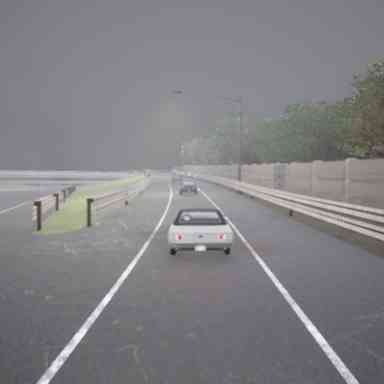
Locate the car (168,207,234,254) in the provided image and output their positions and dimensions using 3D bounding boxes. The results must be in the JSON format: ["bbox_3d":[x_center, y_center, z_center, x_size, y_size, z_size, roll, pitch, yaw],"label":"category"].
[{"bbox_3d":[0.238,1.181,11.519,1.895,1.301,4.718,0,3,0],"label":"car"}]

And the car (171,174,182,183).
[{"bbox_3d":[-2.747,-2.554,61.210,2.128,1.511,4.902,0,5,-7],"label":"car"}]

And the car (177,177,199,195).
[{"bbox_3d":[-0.433,-0.537,36.024,1.812,1.442,4.674,0,5,-3],"label":"car"}]
